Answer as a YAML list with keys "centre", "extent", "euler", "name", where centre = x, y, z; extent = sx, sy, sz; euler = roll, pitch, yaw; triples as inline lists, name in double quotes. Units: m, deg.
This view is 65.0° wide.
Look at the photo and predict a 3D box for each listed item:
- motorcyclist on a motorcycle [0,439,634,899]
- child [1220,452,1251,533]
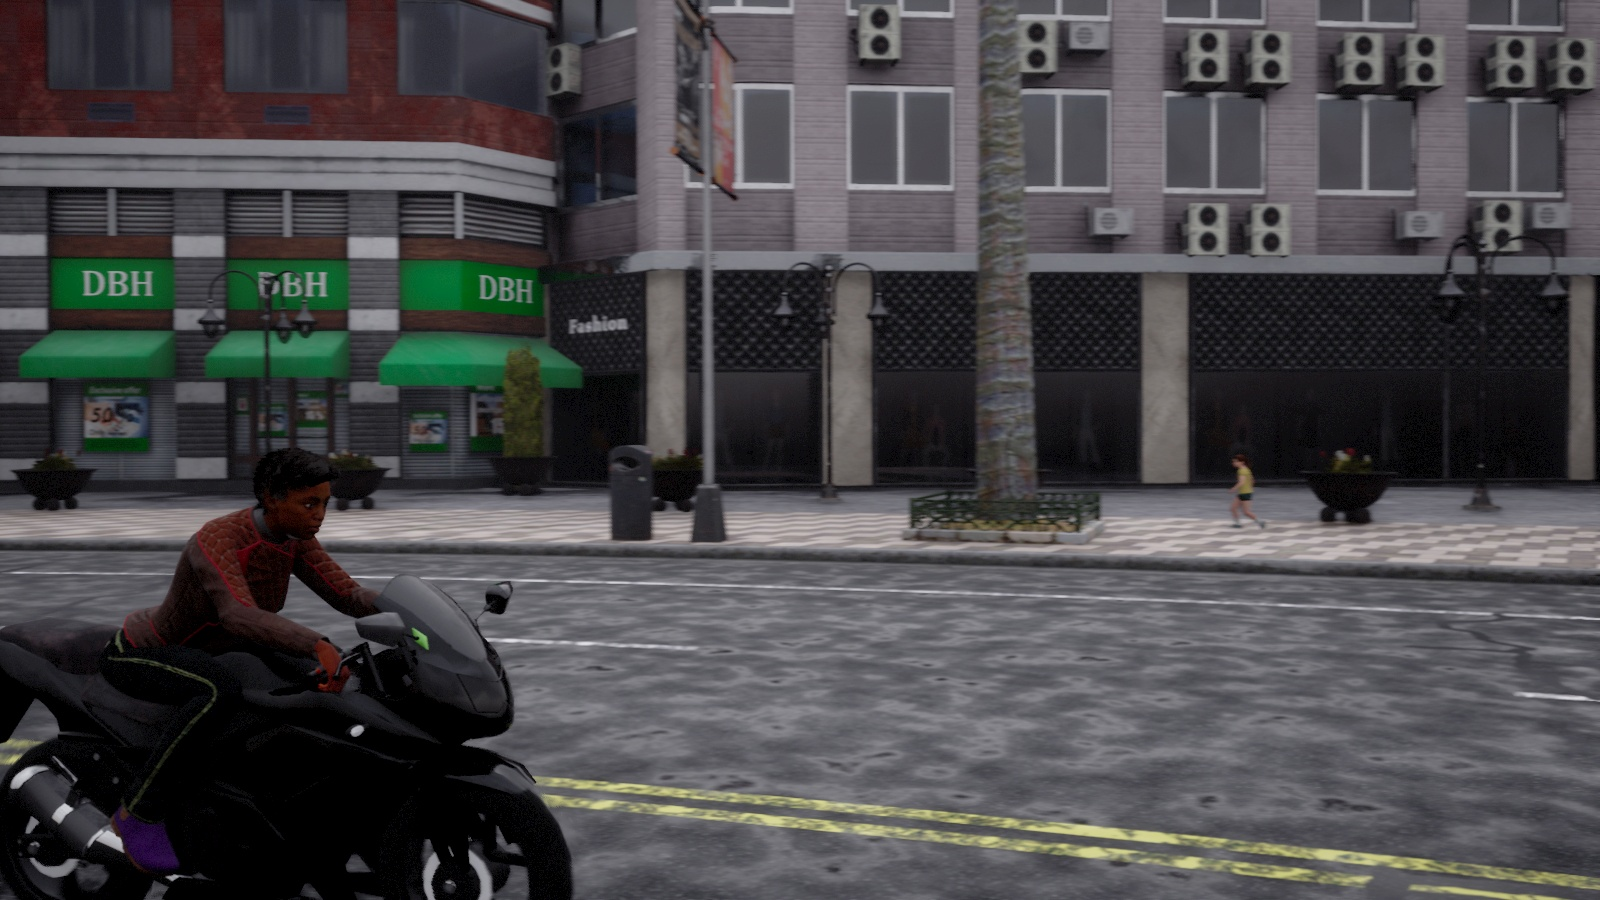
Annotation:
- centre: [-1.601, 0.740, 3.735]
  extent: [2.044, 1.523, 0.797]
  euler: [0, 1, 15]
  name: "motorcyclist on a motorcycle"
- centre: [6.077, 0.587, 17.525]
  extent: [0.394, 1.110, 0.255]
  euler: [1, 1, 20]
  name: "child"
